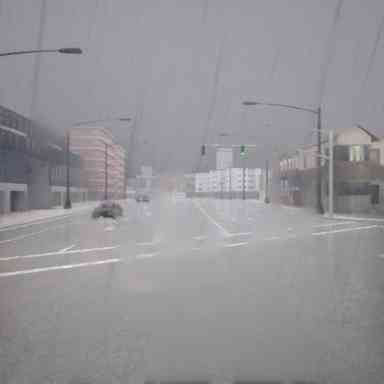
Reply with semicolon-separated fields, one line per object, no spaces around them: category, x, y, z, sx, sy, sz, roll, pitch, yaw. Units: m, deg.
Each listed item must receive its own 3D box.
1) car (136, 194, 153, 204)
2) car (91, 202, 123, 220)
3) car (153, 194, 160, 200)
car;-8.074;1.111;54.791;2.128;1.511;4.902;0;1;-2
car;-7.276;1.608;29.098;2.033;1.411;5.357;0;0;-2
car;-8.880;1.238;80.614;2.128;1.511;4.902;0;-1;-2
